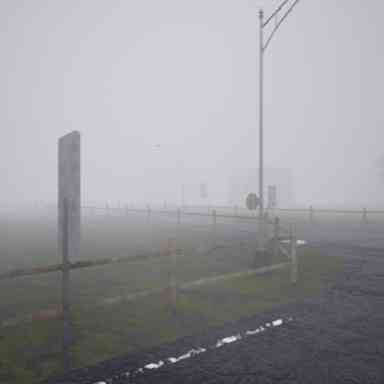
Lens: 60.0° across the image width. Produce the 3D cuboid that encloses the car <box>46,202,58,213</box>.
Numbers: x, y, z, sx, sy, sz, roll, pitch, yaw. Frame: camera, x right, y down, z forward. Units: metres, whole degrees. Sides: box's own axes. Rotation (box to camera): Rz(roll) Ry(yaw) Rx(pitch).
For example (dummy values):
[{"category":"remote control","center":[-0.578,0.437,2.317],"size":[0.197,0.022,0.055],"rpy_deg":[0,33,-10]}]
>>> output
[{"category":"car","center":[-20.143,2.246,49.490],"size":[2.128,1.511,4.902],"rpy_deg":[0,-1,-42]}]

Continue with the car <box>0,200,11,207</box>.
[{"category":"car","center":[-43.081,2.664,75.836],"size":[5.008,1.535,1.882],"rpy_deg":[-1,-1,40]}]
